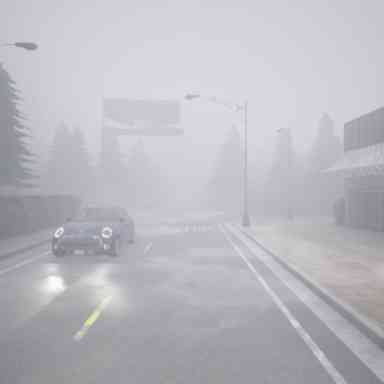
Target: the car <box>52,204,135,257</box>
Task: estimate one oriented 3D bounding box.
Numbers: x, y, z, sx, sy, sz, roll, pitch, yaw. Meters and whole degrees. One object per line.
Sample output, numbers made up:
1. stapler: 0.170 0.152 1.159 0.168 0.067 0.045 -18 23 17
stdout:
1. car: -3.550 1.316 12.766 2.097 1.767 4.553 0 0 1
